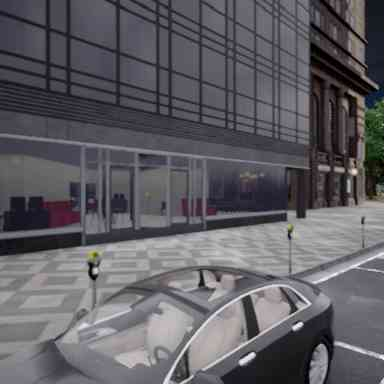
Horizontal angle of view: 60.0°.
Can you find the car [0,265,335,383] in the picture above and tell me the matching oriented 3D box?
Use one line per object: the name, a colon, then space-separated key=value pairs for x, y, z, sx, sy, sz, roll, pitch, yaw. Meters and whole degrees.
car: x=-0.067 y=1.551 z=3.320 sx=2.008 sy=1.369 sz=4.403 roll=0 pitch=0 yaw=45
